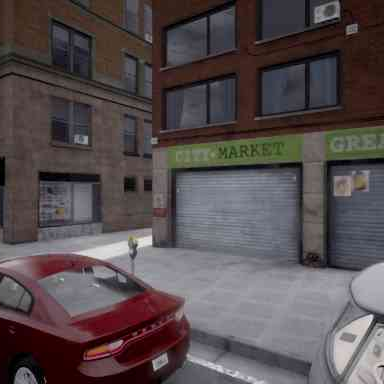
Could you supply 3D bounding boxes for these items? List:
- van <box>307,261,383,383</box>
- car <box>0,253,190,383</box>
[{"bbox_3d":[2.482,1.341,1.306,3.998,1.788,1.690,0,0,35],"label":"van"},{"bbox_3d":[-2.127,1.544,4.592,4.507,1.381,1.887,0,0,35],"label":"car"}]
